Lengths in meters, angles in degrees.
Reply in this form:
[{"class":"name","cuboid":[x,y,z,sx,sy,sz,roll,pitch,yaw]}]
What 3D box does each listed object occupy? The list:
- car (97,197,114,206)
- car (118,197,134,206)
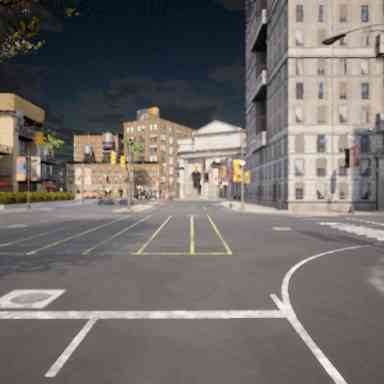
[{"class":"car","cuboid":[-14.924,1.600,57.932,2.033,1.411,5.357,0,0,1]},{"class":"car","cuboid":[-11.424,1.600,57.924,2.033,1.411,5.357,0,0,1]}]
